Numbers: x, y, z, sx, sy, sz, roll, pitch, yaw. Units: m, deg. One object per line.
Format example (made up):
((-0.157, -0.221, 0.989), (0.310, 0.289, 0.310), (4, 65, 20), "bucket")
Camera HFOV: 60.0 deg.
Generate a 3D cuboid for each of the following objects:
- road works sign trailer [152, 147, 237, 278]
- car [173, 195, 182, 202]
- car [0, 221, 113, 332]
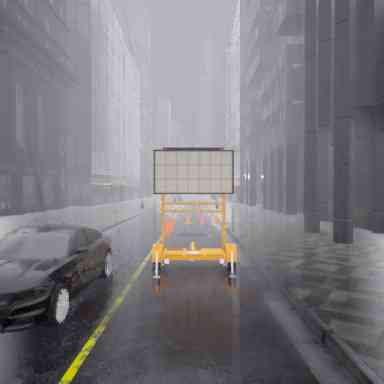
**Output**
((0.047, 0.461, 10.118), (2.380, 3.560, 2.880), (0, 0, -1), "road works sign trailer")
((-3.026, 1.403, 70.379), (2.128, 1.511, 4.902), (0, 0, 0), "car")
((-3.102, 1.475, 7.204), (1.882, 1.535, 5.008), (0, 0, 0), "car")
